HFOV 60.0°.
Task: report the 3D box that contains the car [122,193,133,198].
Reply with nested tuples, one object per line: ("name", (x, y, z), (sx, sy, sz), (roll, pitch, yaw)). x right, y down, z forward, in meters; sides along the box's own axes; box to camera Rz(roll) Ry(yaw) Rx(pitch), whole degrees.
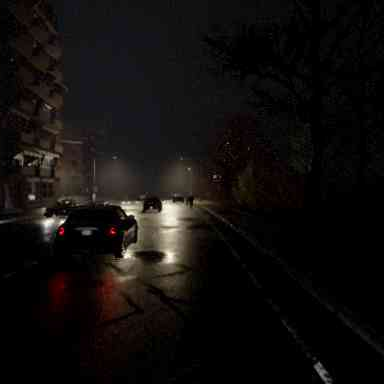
("car", (-13.232, 0.956, 68.102), (2.128, 1.511, 4.902), (0, 0, -5))

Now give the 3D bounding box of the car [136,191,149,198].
("car", (-9.713, 0.769, 65.441), (2.150, 2.045, 5.566), (0, 1, -5))

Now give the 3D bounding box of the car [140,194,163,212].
("car", (-4.113, 1.267, 35.176), (1.837, 1.490, 4.892), (0, 0, -3))

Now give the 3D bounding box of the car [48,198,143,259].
("car", (-3.302, 1.270, 12.408), (2.097, 1.767, 4.553), (0, 0, -1))

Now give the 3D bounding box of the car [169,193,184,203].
("car", (-2.394, 1.100, 57.074), (2.128, 1.511, 4.902), (0, 1, -4))

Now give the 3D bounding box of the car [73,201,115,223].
("car", (-7.093, 1.401, 24.594), (1.994, 1.385, 4.181), (0, 0, -2))

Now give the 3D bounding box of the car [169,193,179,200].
("car", (-4.135, 1.017, 74.845), (2.033, 1.411, 5.357), (0, 0, -7))

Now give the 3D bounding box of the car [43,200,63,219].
("car", (-10.455, 1.366, 27.609), (2.033, 1.411, 5.357), (0, 0, -2))

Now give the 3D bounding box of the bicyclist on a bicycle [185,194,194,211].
("bicyclist on a bicycle", (-0.070, 1.129, 35.354), (0.659, 1.776, 1.843), (0, 1, -3))
